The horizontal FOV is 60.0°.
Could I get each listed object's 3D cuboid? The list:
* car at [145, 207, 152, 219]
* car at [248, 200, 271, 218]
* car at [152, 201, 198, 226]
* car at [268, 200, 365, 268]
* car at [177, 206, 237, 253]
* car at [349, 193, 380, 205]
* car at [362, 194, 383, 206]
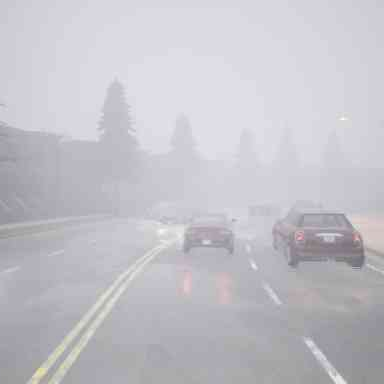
[{"bbox_3d":[-2.142,1.501,28.151,1.812,1.442,4.674,0,0,26],"label":"car"},{"bbox_3d":[6.569,1.452,29.303,1.882,1.535,5.008,0,0,30],"label":"car"},{"bbox_3d":[-0.490,1.527,23.382,2.033,1.411,5.357,0,0,20],"label":"car"},{"bbox_3d":[4.069,1.343,11.441,2.097,1.767,4.553,0,0,6],"label":"car"},{"bbox_3d":[0.818,1.514,13.556,1.812,1.442,4.674,0,0,8],"label":"car"},{"bbox_3d":[28.991,1.174,55.356,5.566,2.045,2.150,0,0,-17],"label":"car"},{"bbox_3d":[29.919,1.503,52.036,5.357,1.411,2.033,0,0,-18],"label":"car"}]
